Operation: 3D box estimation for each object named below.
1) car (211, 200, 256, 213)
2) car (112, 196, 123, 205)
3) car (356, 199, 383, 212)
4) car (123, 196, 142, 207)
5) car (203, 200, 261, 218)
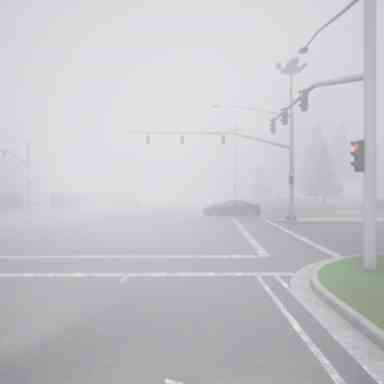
[{"bbox_3d":[4.722,1.578,37.543,4.718,1.301,1.895,0,0,19],"label":"car"},{"bbox_3d":[-12.239,1.442,56.814,1.882,1.535,5.008,0,0,0],"label":"car"},{"bbox_3d":[20.530,1.503,36.409,4.674,1.442,1.812,0,0,-1],"label":"car"},{"bbox_3d":[-8.763,1.569,50.796,1.895,1.301,4.718,0,0,0],"label":"car"},{"bbox_3d":[3.479,1.459,29.198,5.008,1.535,1.882,0,0,-1],"label":"car"}]
